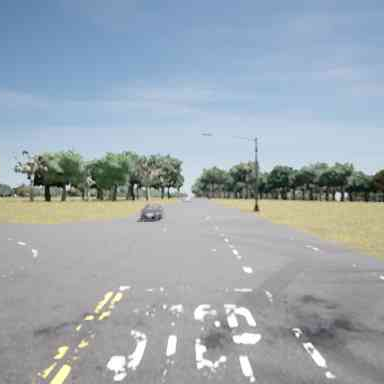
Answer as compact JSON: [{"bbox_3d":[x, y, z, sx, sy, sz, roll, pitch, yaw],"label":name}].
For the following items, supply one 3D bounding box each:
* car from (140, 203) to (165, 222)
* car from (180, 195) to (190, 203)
[{"bbox_3d":[-3.558,1.814,30.318,2.128,1.511,4.902,0,0,0],"label":"car"},{"bbox_3d":[-2.087,2.004,94.883,2.150,2.045,5.566,0,0,7],"label":"car"}]
